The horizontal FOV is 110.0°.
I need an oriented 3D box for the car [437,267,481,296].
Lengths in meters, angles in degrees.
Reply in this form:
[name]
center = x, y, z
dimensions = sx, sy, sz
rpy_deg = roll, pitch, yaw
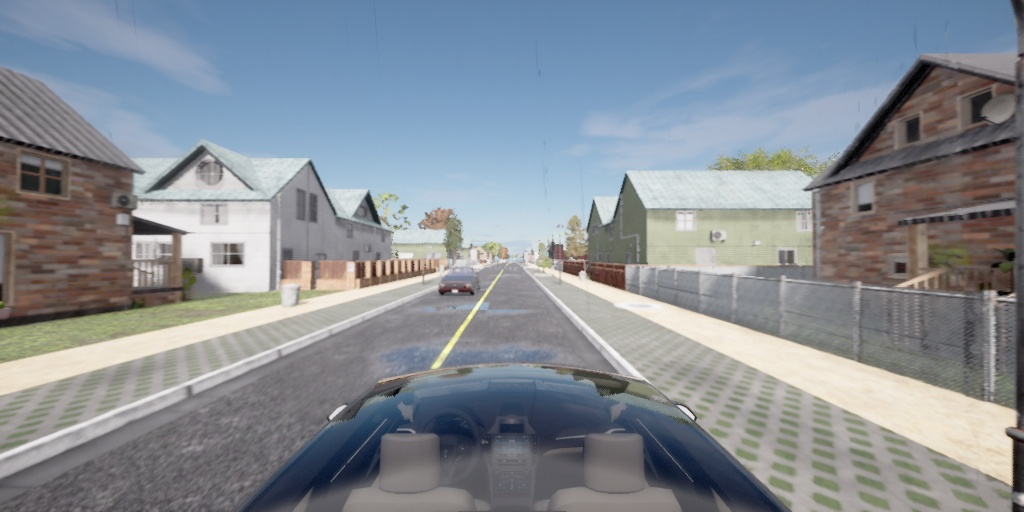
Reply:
[car]
center = -2.753, 1.319, 19.926
dimensions = 2.033, 1.411, 5.357
rpy_deg = 0, 0, 0
